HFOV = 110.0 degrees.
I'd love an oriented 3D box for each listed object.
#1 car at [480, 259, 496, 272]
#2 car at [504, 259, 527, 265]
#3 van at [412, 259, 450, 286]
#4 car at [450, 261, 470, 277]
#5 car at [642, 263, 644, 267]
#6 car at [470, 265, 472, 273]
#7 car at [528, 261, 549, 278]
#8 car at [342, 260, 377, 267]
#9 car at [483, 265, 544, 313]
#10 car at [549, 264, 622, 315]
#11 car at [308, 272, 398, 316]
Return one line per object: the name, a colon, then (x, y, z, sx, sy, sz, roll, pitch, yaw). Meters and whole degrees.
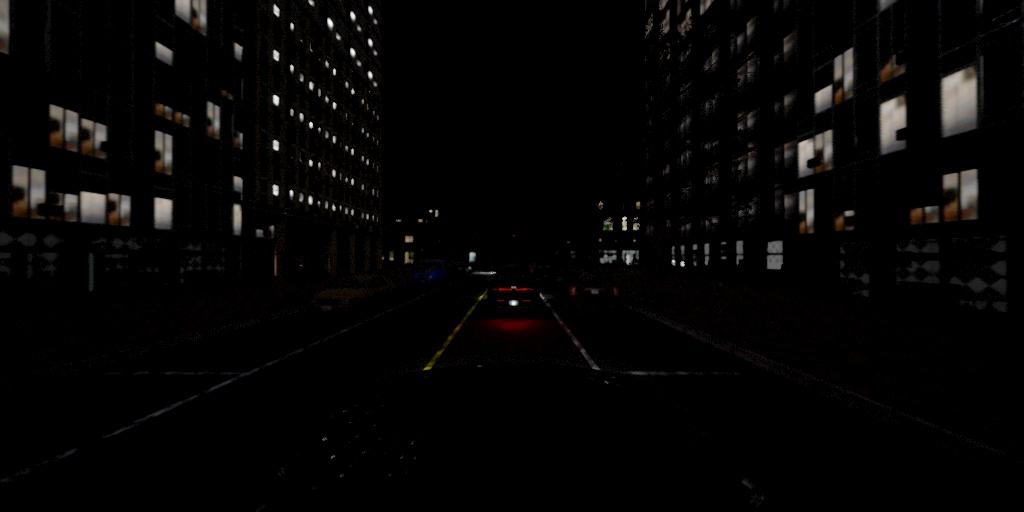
car: (-3.062, 1.350, 47.170, 2.033, 1.411, 5.357, 0, 0, 1)
car: (0.068, 1.261, 30.492, 1.882, 1.535, 5.008, 0, 0, 0)
van: (-5.699, 1.118, 24.964, 1.690, 1.789, 3.998, 0, 0, 0)
car: (-5.702, 1.230, 36.348, 1.967, 1.591, 4.097, 0, 0, 0)
car: (23.622, 1.497, 59.338, 4.207, 1.307, 1.802, 0, 0, 1)
car: (-5.705, 1.347, 42.040, 2.007, 1.370, 4.403, 0, 0, 0)
car: (2.680, 1.335, 30.642, 2.007, 1.370, 4.403, 0, 0, 0)
car: (-25.436, 1.240, 60.111, 4.403, 1.370, 2.007, 0, 0, 1)
car: (0.067, 1.271, 14.127, 1.837, 1.490, 4.892, 0, 0, 0)
car: (2.686, 1.205, 13.566, 1.967, 1.591, 4.097, 0, 0, 0)
car: (-5.695, 1.290, 13.409, 1.751, 1.417, 4.829, 0, 0, 0)
